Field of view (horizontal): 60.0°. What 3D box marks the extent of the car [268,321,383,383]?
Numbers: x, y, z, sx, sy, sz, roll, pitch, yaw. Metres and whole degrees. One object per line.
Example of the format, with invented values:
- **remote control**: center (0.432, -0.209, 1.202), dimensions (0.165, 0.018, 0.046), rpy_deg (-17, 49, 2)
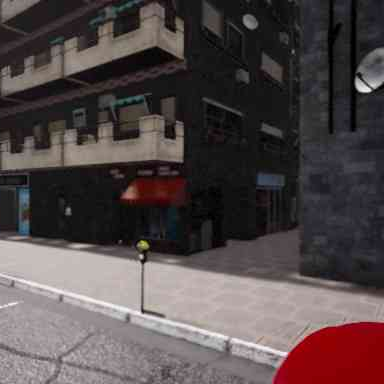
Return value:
- **car**: center (2.609, 1.299, 0.997), dimensions (5.009, 1.841, 2.192), rpy_deg (-1, 0, 35)
